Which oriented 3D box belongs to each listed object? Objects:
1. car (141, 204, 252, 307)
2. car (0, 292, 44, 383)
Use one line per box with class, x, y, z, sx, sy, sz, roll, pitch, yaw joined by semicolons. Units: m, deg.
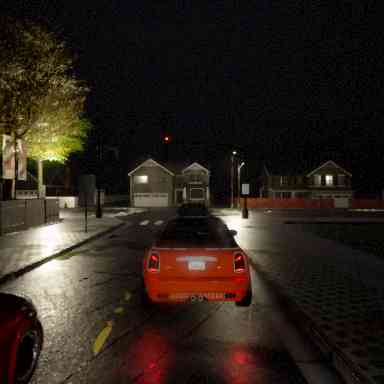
car;0.083;1.353;8.150;2.097;1.767;4.553;0;0;0
car;-2.850;1.564;2.493;1.994;1.385;4.181;0;0;0
